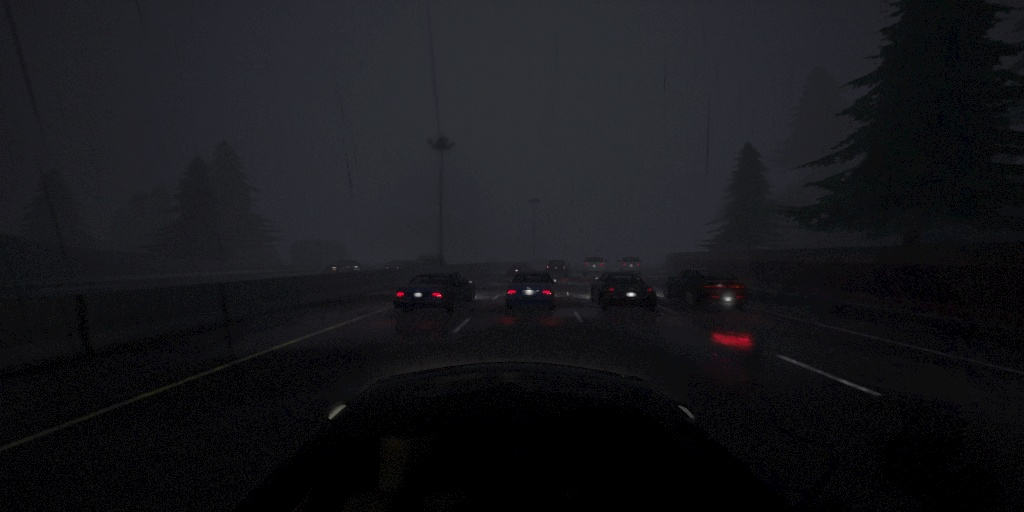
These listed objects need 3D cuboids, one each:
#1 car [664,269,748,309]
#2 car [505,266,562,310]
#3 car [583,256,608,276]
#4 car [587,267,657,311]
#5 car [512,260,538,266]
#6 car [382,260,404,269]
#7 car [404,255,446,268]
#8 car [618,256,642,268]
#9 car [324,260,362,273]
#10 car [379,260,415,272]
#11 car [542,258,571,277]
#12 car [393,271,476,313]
[{"bbox_3d":[7.971,1.279,15.201,1.837,1.490,4.892,0,0,6],"label":"car"},{"bbox_3d":[0.847,1.301,14.809,2.033,1.411,5.357,0,0,6],"label":"car"},{"bbox_3d":[8.508,0.999,36.627,2.150,2.045,5.566,0,0,15],"label":"car"},{"bbox_3d":[4.404,1.328,14.642,1.994,1.385,4.181,0,0,6],"label":"car"},{"bbox_3d":[0.889,1.318,34.950,1.994,1.385,4.181,0,0,14],"label":"car"},{"bbox_3d":[-12.256,1.220,40.797,1.837,1.490,4.892,0,0,15],"label":"car"},{"bbox_3d":[-9.106,0.943,39.178,2.150,2.045,5.566,0,0,15],"label":"car"},{"bbox_3d":[12.558,1.011,38.093,2.150,2.045,5.566,0,0,16],"label":"car"},{"bbox_3d":[-19.369,1.200,41.312,1.837,1.490,4.892,0,0,15],"label":"car"},{"bbox_3d":[-14.537,1.215,45.675,1.837,1.490,4.892,0,0,17],"label":"car"},{"bbox_3d":[4.607,1.117,35.412,2.097,1.767,4.553,0,0,14],"label":"car"},{"bbox_3d":[-2.758,1.290,13.910,2.033,1.411,5.357,0,0,5],"label":"car"}]
